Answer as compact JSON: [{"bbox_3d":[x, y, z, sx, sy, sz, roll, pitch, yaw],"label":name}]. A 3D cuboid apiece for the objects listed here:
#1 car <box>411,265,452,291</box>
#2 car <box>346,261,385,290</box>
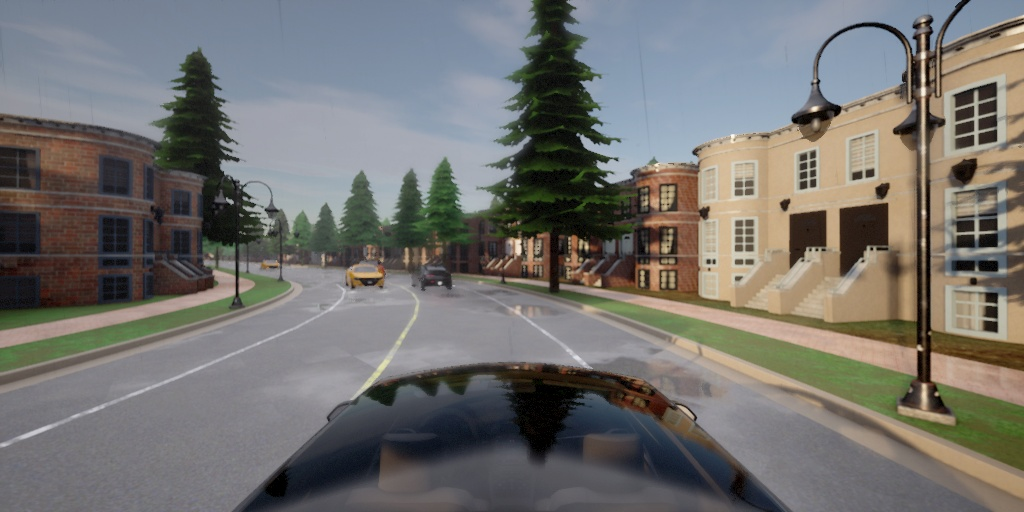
[{"bbox_3d":[-5.172,1.316,22.721,1.837,1.490,4.892,0,-1,-25],"label":"car"},{"bbox_3d":[-9.651,1.295,23.396,1.882,1.535,5.008,0,0,-30],"label":"car"}]
